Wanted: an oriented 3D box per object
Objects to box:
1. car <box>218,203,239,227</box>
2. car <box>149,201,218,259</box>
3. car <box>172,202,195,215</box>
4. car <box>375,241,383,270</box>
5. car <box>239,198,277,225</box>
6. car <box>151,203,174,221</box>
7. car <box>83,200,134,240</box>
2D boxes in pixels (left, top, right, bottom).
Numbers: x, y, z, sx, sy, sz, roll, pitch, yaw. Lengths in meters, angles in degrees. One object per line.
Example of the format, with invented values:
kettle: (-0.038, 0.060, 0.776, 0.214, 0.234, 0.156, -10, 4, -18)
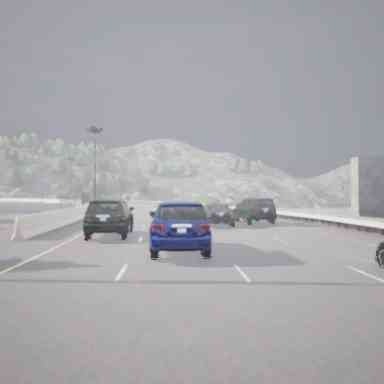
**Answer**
car: (1.715, 1.616, 24.900, 2.097, 1.767, 4.553, 0, 0, -7)
car: (-0.526, 1.366, 13.368, 2.150, 2.045, 5.566, 0, -1, -4)
car: (-1.064, 1.996, 40.373, 1.994, 1.385, 4.181, 0, -1, -12)
car: (6.757, 1.647, 8.685, 1.994, 1.385, 4.181, 0, -1, -3)
car: (4.987, 1.501, 26.954, 2.150, 2.045, 5.566, 0, -1, -8)
car: (-2.880, 1.867, 31.538, 1.812, 1.442, 4.674, 0, -1, -10)
car: (-4.515, 1.427, 18.494, 2.150, 2.045, 5.566, 0, -1, -6)
